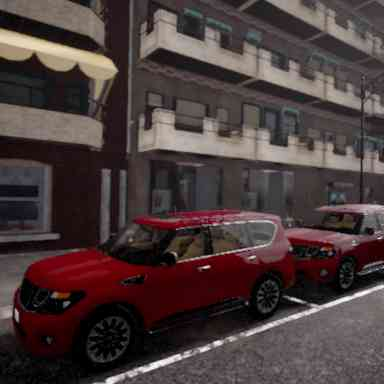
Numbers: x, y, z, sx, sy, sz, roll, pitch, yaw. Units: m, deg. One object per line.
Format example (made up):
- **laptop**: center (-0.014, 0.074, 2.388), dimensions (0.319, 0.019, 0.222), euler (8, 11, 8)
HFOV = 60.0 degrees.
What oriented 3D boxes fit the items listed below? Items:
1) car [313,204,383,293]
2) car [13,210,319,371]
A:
- **car**: center (4.217, 1.307, 9.103), dimensions (5.009, 1.841, 2.192), euler (0, 1, -36)
- **car**: center (-0.277, 1.312, 5.881), dimensions (5.009, 1.841, 2.192), euler (0, 1, -36)
